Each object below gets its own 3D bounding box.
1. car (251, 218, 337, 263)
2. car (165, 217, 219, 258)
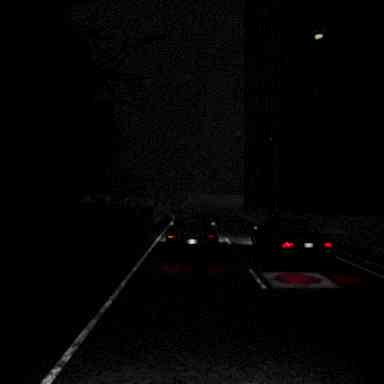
[{"bbox_3d":[3.515,1.672,12.504,2.033,1.411,5.357,0,-1,0],"label":"car"},{"bbox_3d":[0.022,1.698,13.444,1.994,1.385,4.181,0,0,0],"label":"car"}]
